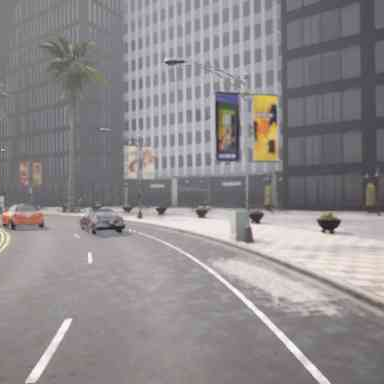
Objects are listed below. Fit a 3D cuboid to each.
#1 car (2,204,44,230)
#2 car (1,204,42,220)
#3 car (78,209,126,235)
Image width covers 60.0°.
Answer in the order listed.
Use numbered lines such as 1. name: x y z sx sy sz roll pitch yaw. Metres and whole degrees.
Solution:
1. car: -12.512 1.700 24.520 2.097 1.767 4.553 0 -1 -37
2. car: -17.674 1.995 34.341 4.892 1.490 1.837 0 -1 38
3. car: -5.800 1.796 21.021 2.033 1.411 5.357 0 -1 -29
